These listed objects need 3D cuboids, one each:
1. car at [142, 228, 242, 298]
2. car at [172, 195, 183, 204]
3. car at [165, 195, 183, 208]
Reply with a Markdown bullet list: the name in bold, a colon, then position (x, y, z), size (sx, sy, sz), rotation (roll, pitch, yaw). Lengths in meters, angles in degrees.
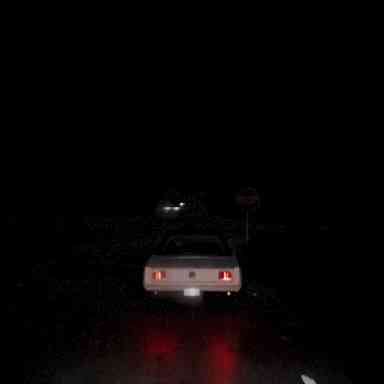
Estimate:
- **car**: position (0.073, 1.565, 8.395), size (1.895, 1.301, 4.718), rotation (0, 0, 2)
- **car**: position (-2.747, 1.427, 65.244), size (1.837, 1.490, 4.892), rotation (0, 0, 1)
- **car**: position (-2.824, 1.446, 47.485), size (2.033, 1.411, 5.357), rotation (0, 0, 0)
